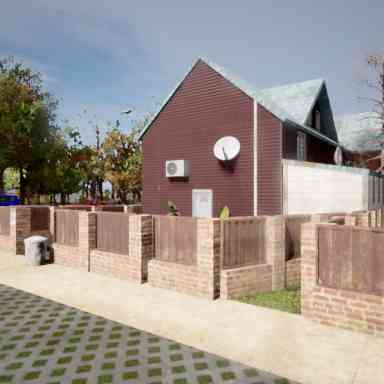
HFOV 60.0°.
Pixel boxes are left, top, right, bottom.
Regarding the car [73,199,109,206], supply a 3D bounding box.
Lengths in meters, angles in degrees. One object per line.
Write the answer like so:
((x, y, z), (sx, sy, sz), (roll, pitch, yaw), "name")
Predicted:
((-11.177, 1.569, 35.764), (1.882, 1.535, 5.008), (0, 0, 35), "car")

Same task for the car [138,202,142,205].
((-5.141, 1.615, 44.197), (2.128, 1.511, 4.902), (0, 0, 36), "car")

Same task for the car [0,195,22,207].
((-17.062, 1.279, 27.528), (2.150, 2.045, 5.566), (0, 0, 36), "car")
